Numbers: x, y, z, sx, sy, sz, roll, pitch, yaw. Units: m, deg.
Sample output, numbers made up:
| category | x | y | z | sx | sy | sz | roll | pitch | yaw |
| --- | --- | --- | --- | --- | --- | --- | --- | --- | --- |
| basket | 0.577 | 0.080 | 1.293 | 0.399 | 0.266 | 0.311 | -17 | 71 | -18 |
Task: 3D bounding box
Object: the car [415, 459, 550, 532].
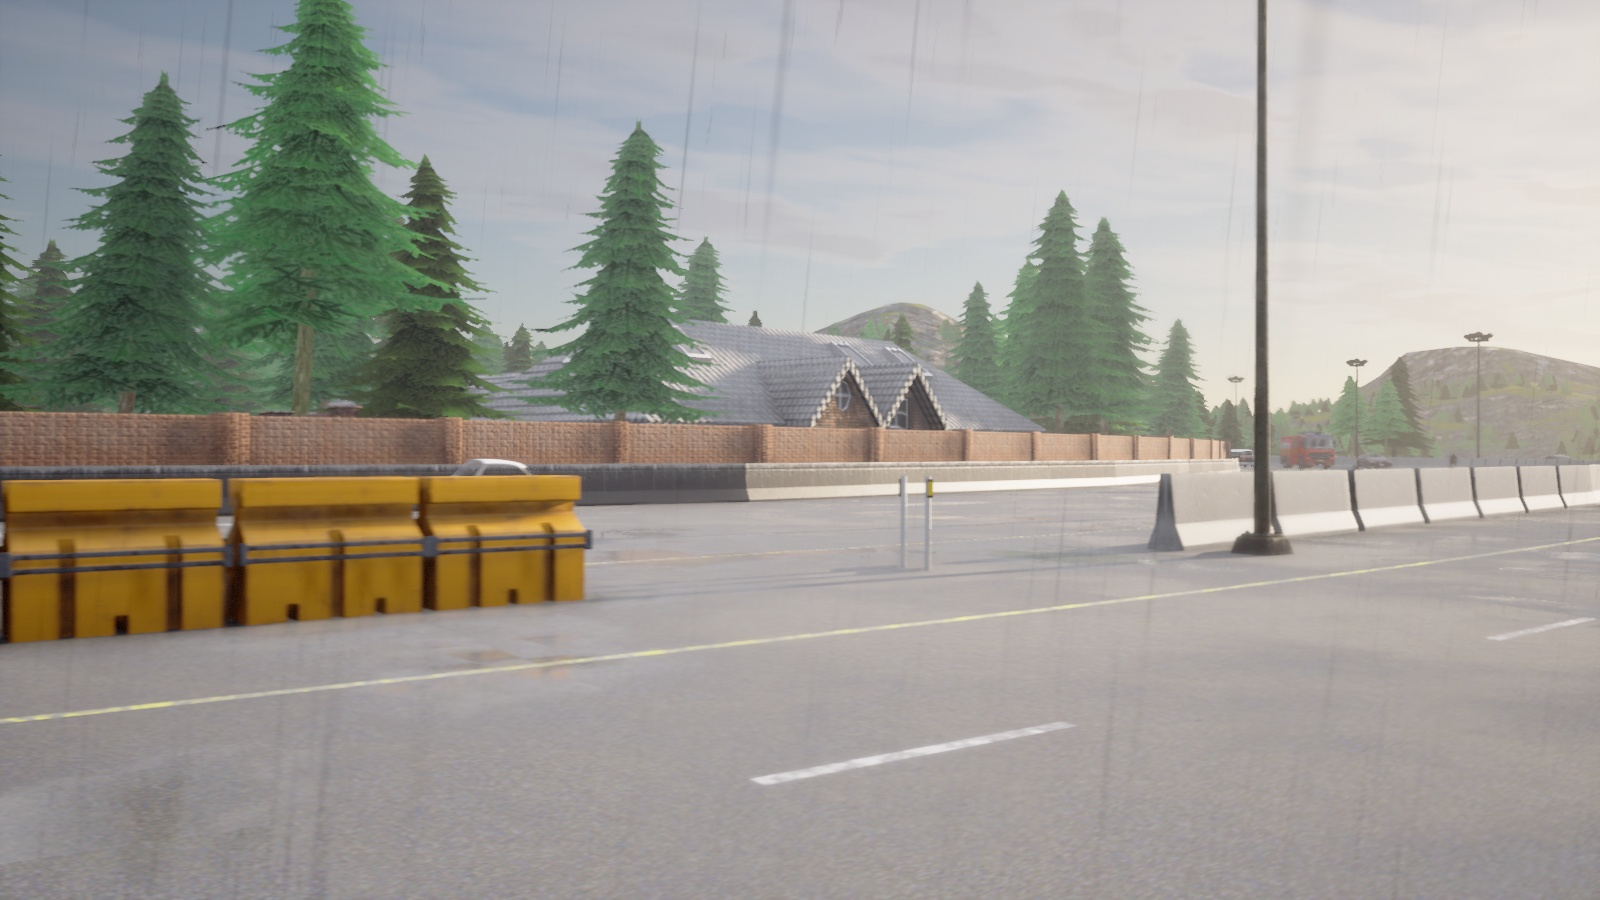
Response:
| category | x | y | z | sx | sy | sz | roll | pitch | yaw |
| --- | --- | --- | --- | --- | --- | --- | --- | --- | --- |
| car | -6.380 | 0.884 | 25.252 | 2.207 | 1.376 | 1.481 | 0 | 0 | -39 |
